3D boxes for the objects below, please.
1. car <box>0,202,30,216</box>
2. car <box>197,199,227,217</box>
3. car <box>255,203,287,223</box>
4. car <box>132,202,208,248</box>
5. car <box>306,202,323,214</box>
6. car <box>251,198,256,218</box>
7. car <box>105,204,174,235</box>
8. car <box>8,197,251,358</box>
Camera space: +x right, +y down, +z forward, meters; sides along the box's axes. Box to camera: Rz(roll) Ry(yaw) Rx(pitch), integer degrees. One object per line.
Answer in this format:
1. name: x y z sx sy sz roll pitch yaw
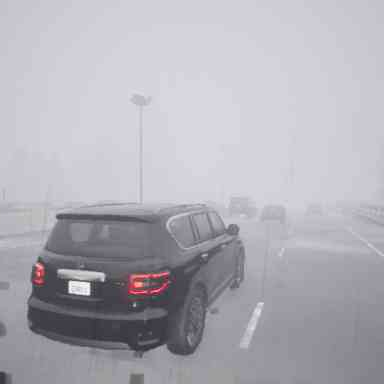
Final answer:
1. car: -20.055 1.777 36.220 1.994 1.385 4.181 0 -1 19
2. car: 2.282 1.685 36.022 2.097 1.767 4.553 0 -1 19
3. car: 6.863 1.772 27.789 2.033 1.411 5.357 0 -1 19
4. car: -0.849 1.408 16.073 2.097 1.767 4.553 0 0 19
5. car: 15.444 1.980 42.046 1.882 1.535 5.008 0 -1 19
6. car: 5.181 1.530 33.690 2.150 2.045 5.566 0 -1 19
7. car: -3.047 1.580 20.456 2.128 1.511 4.902 0 -1 19
8. car: -0.448 1.229 6.436 2.150 2.045 5.566 0 0 19
